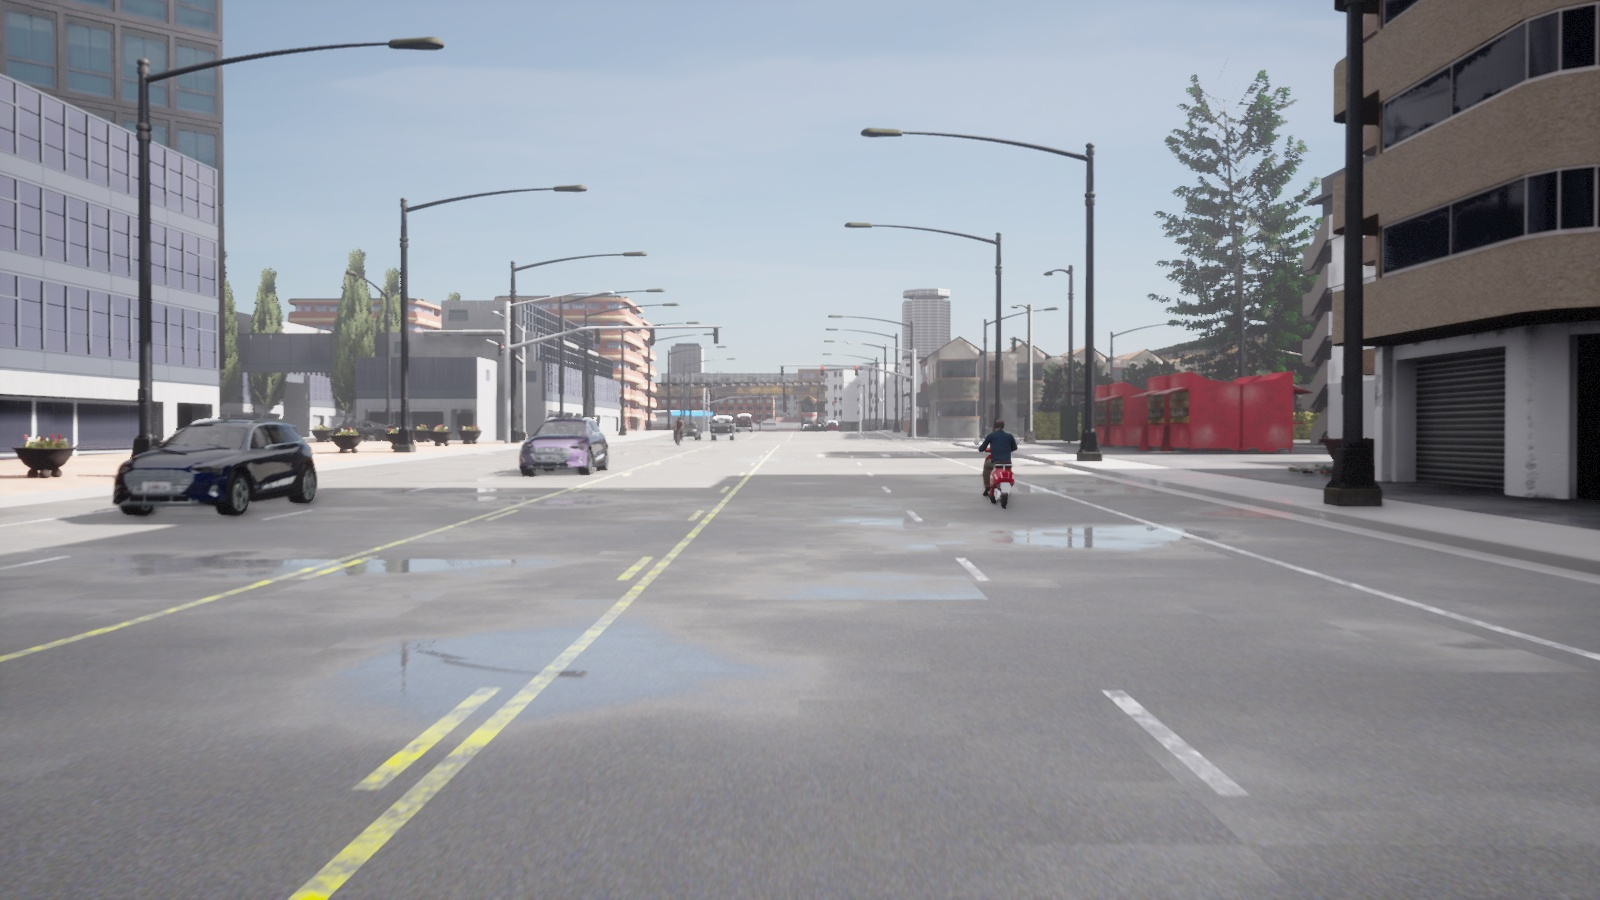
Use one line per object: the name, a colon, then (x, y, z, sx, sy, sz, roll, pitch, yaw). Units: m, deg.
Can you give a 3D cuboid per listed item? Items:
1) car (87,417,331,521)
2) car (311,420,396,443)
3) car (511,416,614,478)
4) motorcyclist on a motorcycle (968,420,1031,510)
car: (-10.349, 0.236, 22.483, 2.033, 1.649, 4.856, 0, 2, 0)
car: (-29.114, -1.185, 82.044, 4.892, 1.490, 1.837, 0, 1, 1)
car: (-6.766, -0.144, 36.298, 2.033, 1.649, 4.856, 0, 2, 0)
motorcyclist on a motorcycle: (3.655, 0.251, 23.126, 0.866, 1.590, 1.817, 0, 2, 0)
